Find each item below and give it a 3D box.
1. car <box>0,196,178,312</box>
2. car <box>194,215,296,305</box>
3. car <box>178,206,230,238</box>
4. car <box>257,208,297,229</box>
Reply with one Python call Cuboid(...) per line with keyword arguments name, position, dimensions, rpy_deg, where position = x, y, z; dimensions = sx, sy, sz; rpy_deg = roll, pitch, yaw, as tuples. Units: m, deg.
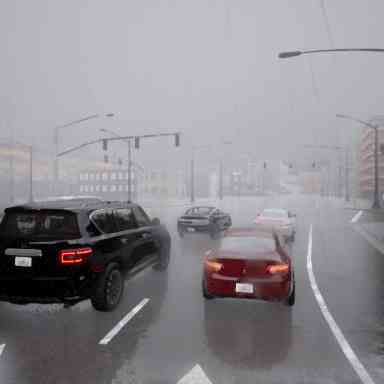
Cuboid(name="car", position=(-2.167, 1.221, 8.012), dimensions=(2.150, 2.045, 5.566), rpy_deg=(0, 0, 12))
Cuboid(name="car", position=(1.445, 1.526, 8.099), dimensions=(1.812, 1.442, 4.674), rpy_deg=(0, 0, 13))
Cuboid(name="car", position=(0.771, 1.491, 17.263), dimensions=(2.128, 1.511, 4.902), rpy_deg=(0, 0, 19))
Cuboid(name="car", position=(4.178, 1.526, 16.534), dimensions=(1.812, 1.442, 4.674), rpy_deg=(0, 0, 20))
